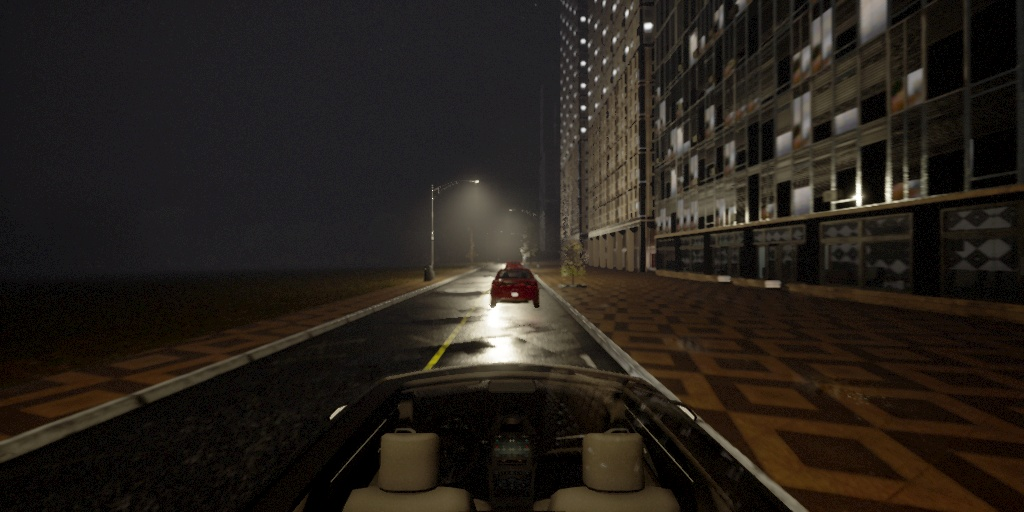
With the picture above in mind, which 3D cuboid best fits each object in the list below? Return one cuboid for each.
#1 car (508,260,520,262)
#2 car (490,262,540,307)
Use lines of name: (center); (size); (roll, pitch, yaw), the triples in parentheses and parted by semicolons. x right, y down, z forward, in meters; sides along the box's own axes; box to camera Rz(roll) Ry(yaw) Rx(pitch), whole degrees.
car: (0.203, 1.204, 38.057); (1.882, 1.535, 5.008); (0, 0, 0)
car: (0.121, 1.219, 15.378); (1.882, 1.535, 5.008); (0, 0, 0)
